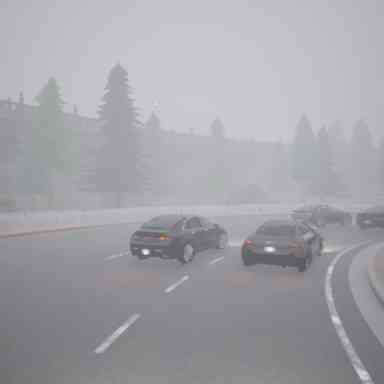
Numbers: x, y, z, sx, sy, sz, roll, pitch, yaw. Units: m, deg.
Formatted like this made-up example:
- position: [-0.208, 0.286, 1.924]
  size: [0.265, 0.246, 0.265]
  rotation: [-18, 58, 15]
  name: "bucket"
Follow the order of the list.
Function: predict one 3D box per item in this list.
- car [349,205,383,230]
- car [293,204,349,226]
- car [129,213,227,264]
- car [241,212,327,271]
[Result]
- position: [12.326, 1.576, 20.610]
  size: [5.008, 1.535, 1.882]
  rotation: [0, 0, -31]
  name: "car"
- position: [8.804, 1.591, 22.539]
  size: [4.902, 1.511, 2.128]
  rotation: [0, 0, -34]
  name: "car"
- position: [-0.285, 1.551, 12.189]
  size: [1.837, 1.490, 4.892]
  rotation: [0, 0, 27]
  name: "car"
- position: [3.173, 1.612, 11.273]
  size: [1.994, 1.385, 4.181]
  rotation: [0, 0, 28]
  name: "car"
